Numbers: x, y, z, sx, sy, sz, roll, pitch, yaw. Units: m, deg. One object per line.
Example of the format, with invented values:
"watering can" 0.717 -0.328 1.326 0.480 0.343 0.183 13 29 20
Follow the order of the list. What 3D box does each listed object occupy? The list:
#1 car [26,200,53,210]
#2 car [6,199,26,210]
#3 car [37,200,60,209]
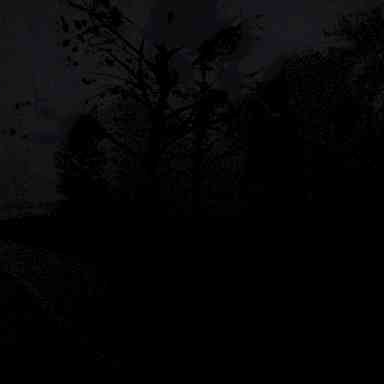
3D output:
"car" -21.571 1.923 48.672 2.033 1.411 5.357 1 -2 1
"car" -25.071 1.811 48.635 1.882 1.535 5.008 1 -2 1
"car" -24.960 2.154 58.125 1.882 1.535 5.008 1 -2 1
